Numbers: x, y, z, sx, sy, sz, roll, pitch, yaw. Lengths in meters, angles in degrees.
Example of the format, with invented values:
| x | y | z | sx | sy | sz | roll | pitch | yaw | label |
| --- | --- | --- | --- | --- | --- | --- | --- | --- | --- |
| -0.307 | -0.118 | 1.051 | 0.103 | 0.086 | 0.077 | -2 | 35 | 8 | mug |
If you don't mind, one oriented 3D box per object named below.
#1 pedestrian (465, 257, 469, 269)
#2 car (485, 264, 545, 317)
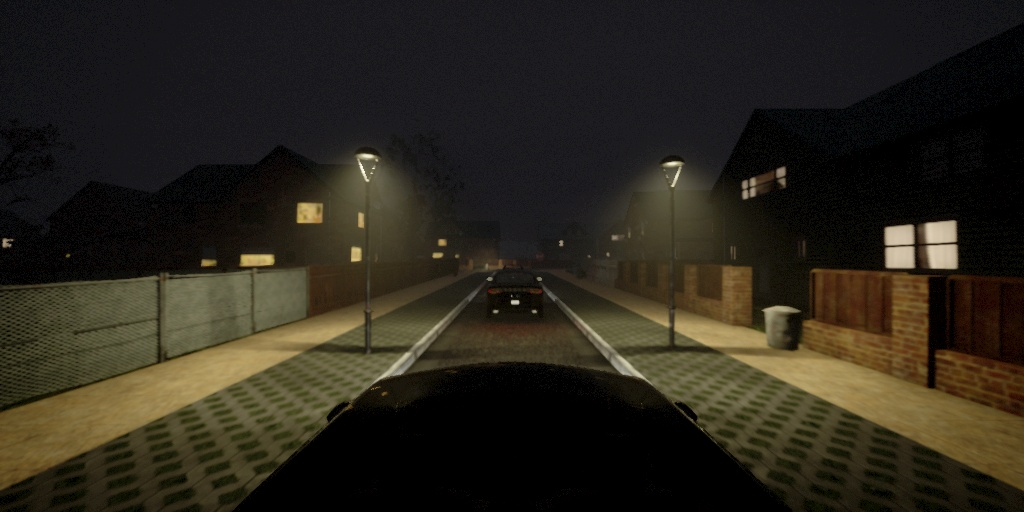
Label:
| x | y | z | sx | sy | sz | roll | pitch | yaw | label |
| --- | --- | --- | --- | --- | --- | --- | --- | --- | --- |
| -6.725 | 1.055 | 53.091 | 0.375 | 1.860 | 0.375 | 0 | -1 | 1 | pedestrian |
| 0.096 | 1.218 | 13.161 | 1.882 | 1.535 | 5.008 | 0 | 0 | 0 | car |
